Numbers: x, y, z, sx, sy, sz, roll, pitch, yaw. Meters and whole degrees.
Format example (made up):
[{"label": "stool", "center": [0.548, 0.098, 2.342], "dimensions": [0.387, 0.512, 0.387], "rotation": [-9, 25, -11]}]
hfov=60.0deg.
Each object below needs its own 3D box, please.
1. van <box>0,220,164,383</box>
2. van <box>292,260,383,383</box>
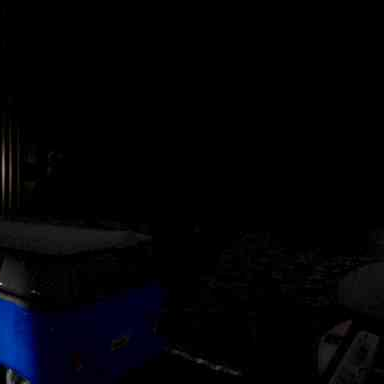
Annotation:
[{"label": "van", "center": [-2.257, 1.339, 4.573], "dimensions": [3.998, 1.788, 1.690], "rotation": [0, 0, 36]}, {"label": "van", "center": [2.366, 1.342, 1.276], "dimensions": [3.998, 1.788, 1.690], "rotation": [0, 0, 35]}]
